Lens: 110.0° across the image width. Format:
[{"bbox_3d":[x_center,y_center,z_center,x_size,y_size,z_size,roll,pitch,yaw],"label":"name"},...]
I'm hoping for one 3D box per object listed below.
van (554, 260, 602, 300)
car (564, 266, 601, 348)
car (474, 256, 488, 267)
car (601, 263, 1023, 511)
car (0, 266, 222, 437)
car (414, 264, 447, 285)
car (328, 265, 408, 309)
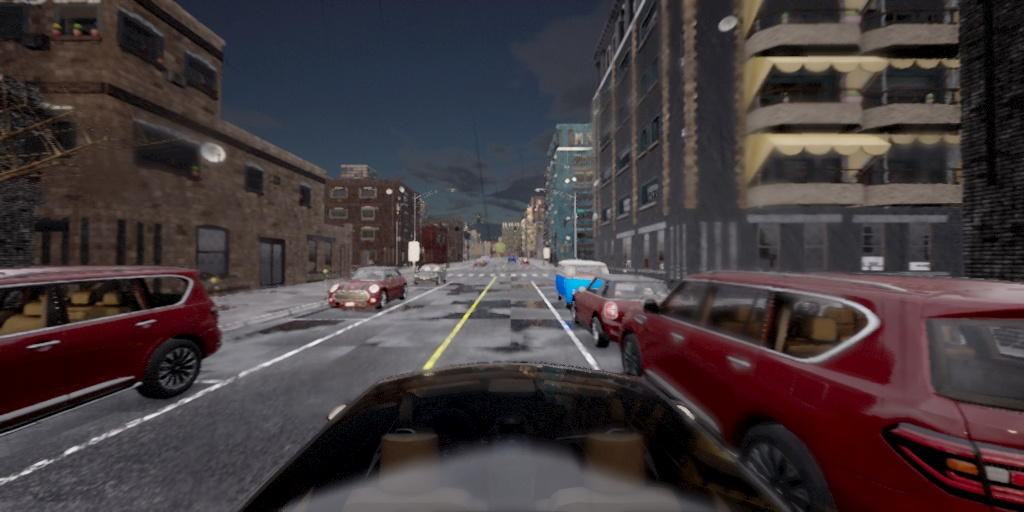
[{"bbox_3d":[2.696,1.061,14.553,1.690,1.789,3.998,0,0,0],"label":"van"},{"bbox_3d":[2.693,1.173,9.146,1.967,1.591,4.097,0,0,0],"label":"car"},{"bbox_3d":[-5.745,1.151,63.334,1.888,1.381,4.507,0,0,0],"label":"car"},{"bbox_3d":[2.692,1.060,3.739,2.192,1.841,5.009,0,0,0],"label":"car"},{"bbox_3d":[-5.689,1.060,3.749,2.192,1.841,5.009,0,0,0],"label":"car"},{"bbox_3d":[-5.682,1.246,25.378,2.007,1.370,4.403,0,0,0],"label":"car"},{"bbox_3d":[-5.685,1.160,14.564,1.967,1.591,4.097,0,0,0],"label":"car"}]
